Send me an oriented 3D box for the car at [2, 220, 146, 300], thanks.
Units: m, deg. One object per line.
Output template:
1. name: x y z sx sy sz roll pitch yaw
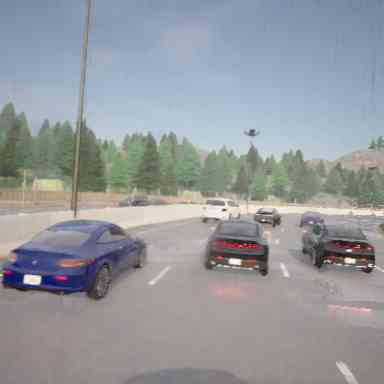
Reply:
1. car: -2.476 1.404 8.098 1.812 1.442 4.674 4 0 8

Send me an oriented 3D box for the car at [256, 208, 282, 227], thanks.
1. car: 6.554 2.113 28.522 2.128 1.511 4.902 4 0 21

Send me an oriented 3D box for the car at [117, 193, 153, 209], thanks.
1. car: -7.050 1.147 41.605 2.097 1.767 4.553 4 0 25

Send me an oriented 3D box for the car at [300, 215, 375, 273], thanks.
1. car: 5.441 1.954 12.796 1.837 1.490 4.892 4 0 11

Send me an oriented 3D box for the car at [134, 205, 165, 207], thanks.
1. car: -4.362 1.483 39.075 2.033 1.411 5.357 4 0 25

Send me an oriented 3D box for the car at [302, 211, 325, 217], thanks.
1. car: 10.715 2.439 29.536 1.812 1.442 4.674 4 0 23

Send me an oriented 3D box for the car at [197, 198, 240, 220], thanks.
1. car: 2.556 1.564 27.912 2.150 2.045 5.566 4 0 20

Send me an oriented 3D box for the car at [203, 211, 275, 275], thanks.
1. car: 1.620 1.684 11.411 1.837 1.490 4.892 4 0 10
